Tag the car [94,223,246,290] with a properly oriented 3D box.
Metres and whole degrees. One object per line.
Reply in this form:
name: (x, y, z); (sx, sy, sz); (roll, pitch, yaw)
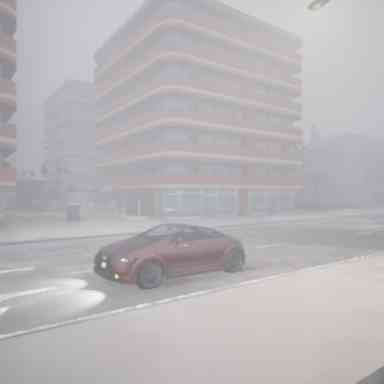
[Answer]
car: (-0.495, 1.568, 9.160); (4.181, 1.385, 1.994); (0, 0, -35)
